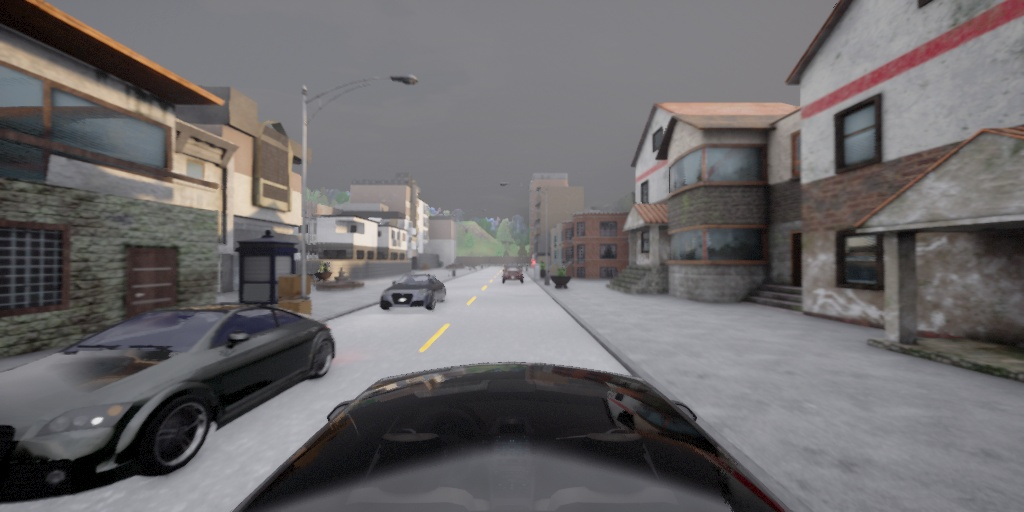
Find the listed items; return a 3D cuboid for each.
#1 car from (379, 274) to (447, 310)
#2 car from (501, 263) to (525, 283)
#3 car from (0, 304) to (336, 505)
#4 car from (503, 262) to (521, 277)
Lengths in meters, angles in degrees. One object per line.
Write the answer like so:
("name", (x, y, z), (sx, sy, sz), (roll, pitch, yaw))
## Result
("car", (-4.086, 1.472, 15.412), (1.994, 1.385, 4.181), (0, -1, 1))
("car", (0.072, 1.625, 32.088), (1.812, 1.442, 4.674), (0, -1, 0))
("car", (-4.097, 1.348, 4.639), (1.994, 1.385, 4.181), (0, -1, 0))
("car", (0.053, 1.585, 43.771), (2.097, 1.767, 4.553), (0, -1, 0))
